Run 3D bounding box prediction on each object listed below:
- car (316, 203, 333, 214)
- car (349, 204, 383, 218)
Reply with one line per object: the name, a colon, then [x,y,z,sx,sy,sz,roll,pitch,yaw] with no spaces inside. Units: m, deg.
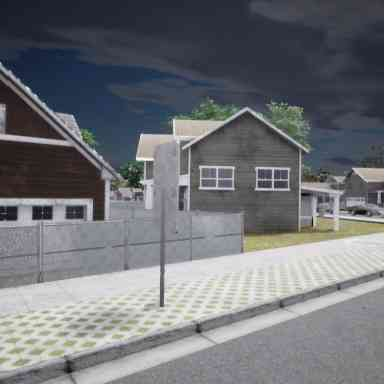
car: [18.015,2.290,46.093,1.837,1.490,4.892,1,-1,-6]
car: [18.996,1.998,35.988,2.128,1.511,4.902,1,-2,-5]
